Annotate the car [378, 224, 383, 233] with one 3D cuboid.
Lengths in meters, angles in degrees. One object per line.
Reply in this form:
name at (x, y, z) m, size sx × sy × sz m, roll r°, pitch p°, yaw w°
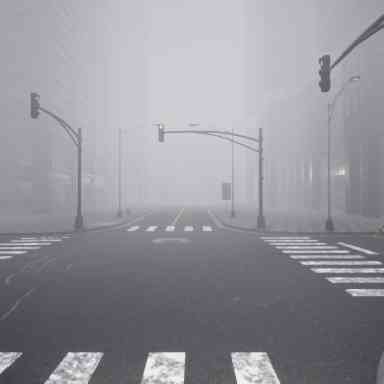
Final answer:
car at (11.753, 1.564, 16.181) m, size 4.829 × 1.417 × 1.752 m, roll 0°, pitch -1°, yaw 0°
